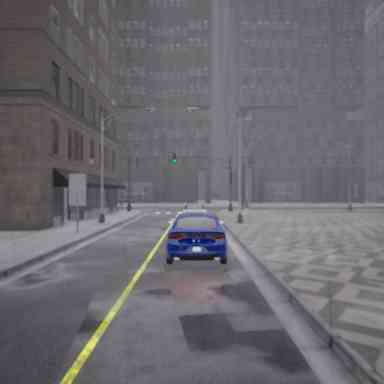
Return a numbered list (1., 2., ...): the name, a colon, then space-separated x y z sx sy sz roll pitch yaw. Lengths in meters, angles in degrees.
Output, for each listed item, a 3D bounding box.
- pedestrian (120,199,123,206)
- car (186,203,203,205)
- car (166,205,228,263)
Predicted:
1. pedestrian: -9.671 1.483 45.651 0.500 1.100 0.500 0 0 1
2. car: 0.228 1.571 26.920 1.895 1.301 4.718 0 0 0
3. car: 0.156 1.464 11.894 1.882 1.535 5.008 0 0 0
